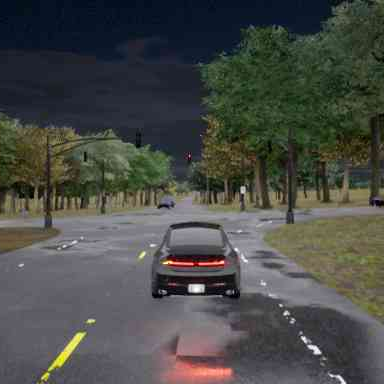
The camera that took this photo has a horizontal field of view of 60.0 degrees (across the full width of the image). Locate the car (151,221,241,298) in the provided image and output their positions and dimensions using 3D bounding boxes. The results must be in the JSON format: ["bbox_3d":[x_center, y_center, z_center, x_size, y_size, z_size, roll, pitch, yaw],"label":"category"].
[{"bbox_3d":[0.083,1.505,8.477,1.837,1.490,4.892,0,0,0],"label":"car"}]

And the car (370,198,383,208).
[{"bbox_3d":[19.183,0.786,30.794,4.718,1.301,1.895,-2,-1,2],"label":"car"}]

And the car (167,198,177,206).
[{"bbox_3d":[-4.815,2.366,80.647,2.097,1.767,4.553,0,-2,-1],"label":"car"}]

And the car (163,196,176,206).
[{"bbox_3d":[-4.412,1.784,60.176,2.150,2.045,5.566,0,-1,-2],"label":"car"}]

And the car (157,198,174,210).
[{"bbox_3d":[-4.204,1.990,50.223,1.895,1.301,4.718,0,-1,-1],"label":"car"}]

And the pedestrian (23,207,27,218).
[{"bbox_3d":[-18.115,2.191,36.069,0.375,1.300,0.375,0,1,2],"label":"pedestrian"}]
